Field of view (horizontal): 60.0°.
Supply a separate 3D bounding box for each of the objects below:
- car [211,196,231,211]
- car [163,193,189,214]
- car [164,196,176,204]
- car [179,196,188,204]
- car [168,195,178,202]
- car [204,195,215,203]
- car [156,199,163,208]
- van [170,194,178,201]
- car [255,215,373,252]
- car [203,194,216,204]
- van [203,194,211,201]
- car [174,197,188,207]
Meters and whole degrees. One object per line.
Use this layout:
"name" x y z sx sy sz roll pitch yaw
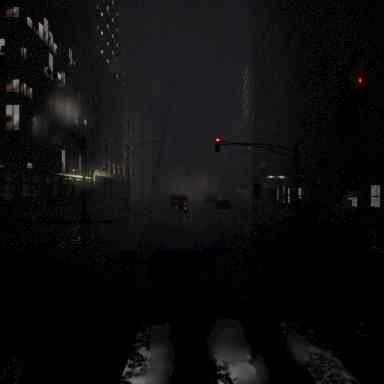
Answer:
"car" 3.847 1.579 41.770 1.947 1.339 4.313 0 0 0
"car" -1.580 1.240 36.050 2.150 2.045 5.566 0 0 0
"car" -4.218 1.564 63.830 1.947 1.339 4.313 0 0 0
"car" -1.678 1.521 67.012 1.812 1.442 4.674 0 0 0
"car" -4.286 1.426 74.886 1.967 1.590 4.097 0 0 0
"car" 3.628 1.432 69.407 1.967 1.590 4.097 0 0 0
"car" -4.117 1.593 47.248 1.802 1.307 4.206 0 0 0
"van" -4.320 1.321 80.413 1.690 1.788 3.998 0 0 0
"car" 5.379 1.714 14.831 4.718 1.301 1.895 1 0 30
"car" 3.662 1.313 63.878 2.192 1.841 5.009 0 0 0
"van" 3.560 1.321 80.461 1.690 1.788 3.998 0 0 0
"car" -1.676 1.572 51.055 1.994 1.385 4.181 0 0 -1
